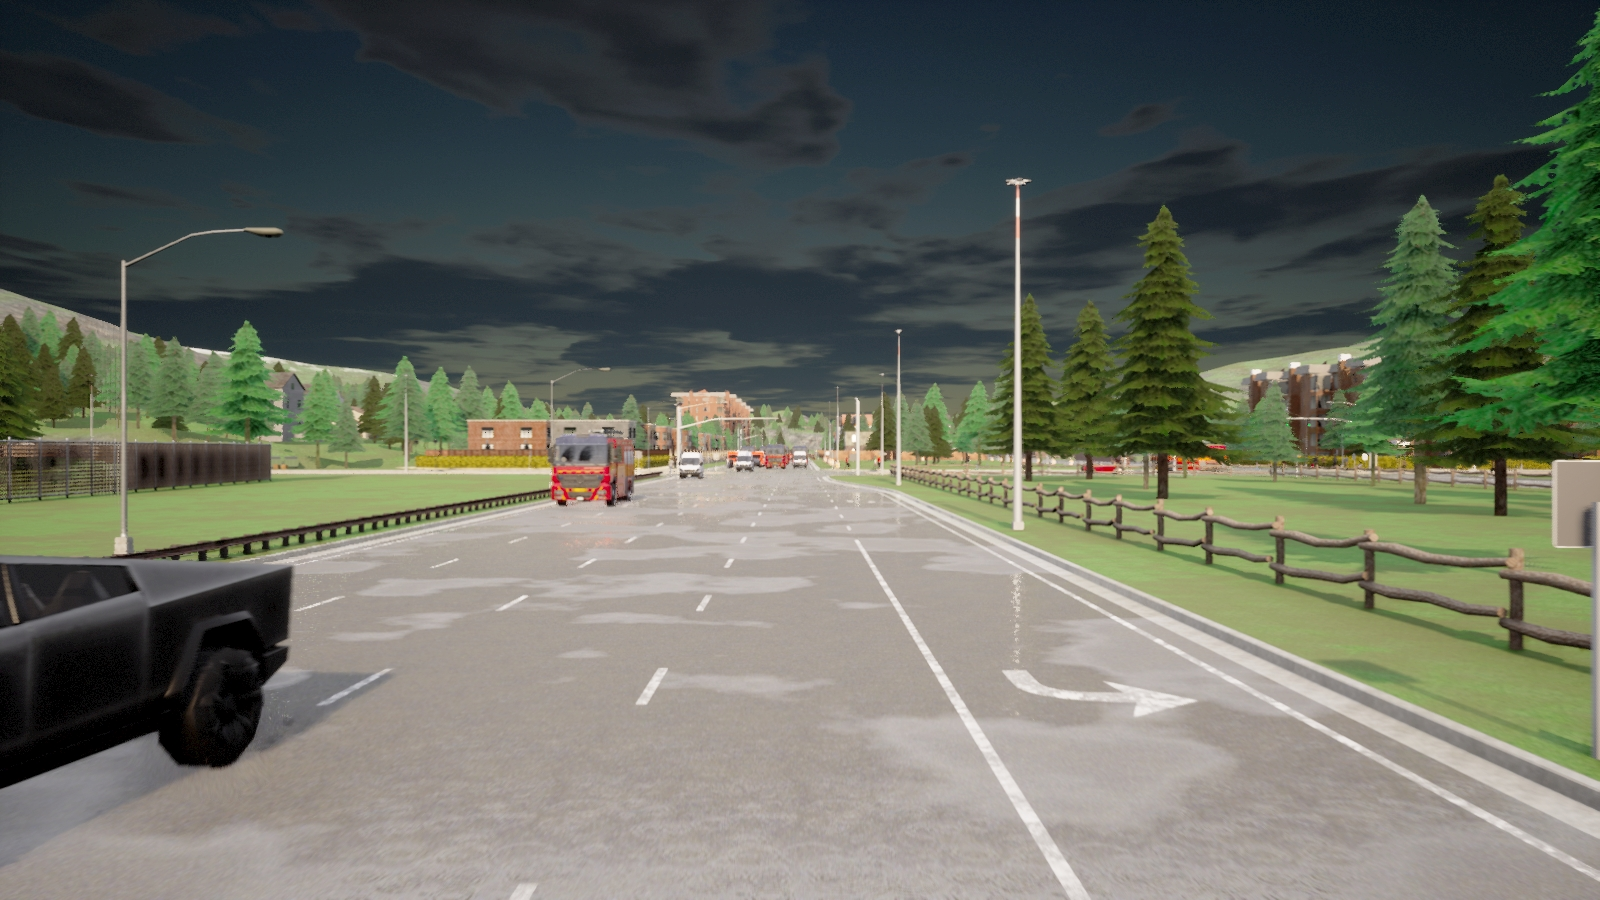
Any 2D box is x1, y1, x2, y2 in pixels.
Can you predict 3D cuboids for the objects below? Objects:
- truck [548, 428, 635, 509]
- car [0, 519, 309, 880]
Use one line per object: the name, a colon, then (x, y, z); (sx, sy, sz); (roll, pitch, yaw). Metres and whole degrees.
truck: (-10.497, 0.880, 58.275); (2.891, 3.827, 8.468); (0, 0, 0)
car: (-6.340, 1.751, 8.300); (2.390, 2.098, 6.274); (0, 0, 5)
